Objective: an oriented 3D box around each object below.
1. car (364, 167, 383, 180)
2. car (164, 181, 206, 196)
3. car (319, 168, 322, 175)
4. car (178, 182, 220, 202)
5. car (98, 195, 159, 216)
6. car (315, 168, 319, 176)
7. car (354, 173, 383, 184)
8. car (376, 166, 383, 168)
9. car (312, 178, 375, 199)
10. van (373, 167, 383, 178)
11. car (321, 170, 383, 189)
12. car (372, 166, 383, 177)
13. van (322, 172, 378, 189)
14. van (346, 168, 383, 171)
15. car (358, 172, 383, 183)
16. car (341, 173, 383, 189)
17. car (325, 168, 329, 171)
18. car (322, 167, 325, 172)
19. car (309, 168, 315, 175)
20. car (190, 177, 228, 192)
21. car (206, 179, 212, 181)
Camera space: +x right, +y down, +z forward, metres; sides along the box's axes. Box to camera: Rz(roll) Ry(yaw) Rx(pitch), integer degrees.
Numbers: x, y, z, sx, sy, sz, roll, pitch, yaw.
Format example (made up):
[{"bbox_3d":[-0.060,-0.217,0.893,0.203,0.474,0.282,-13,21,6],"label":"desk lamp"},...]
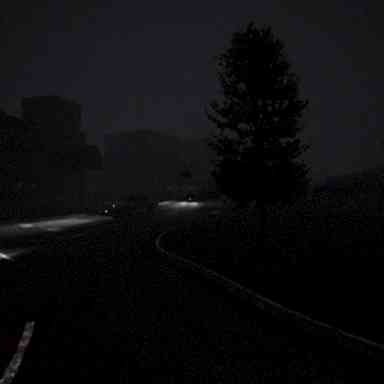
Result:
[{"bbox_3d":[33.246,-3.210,57.786,5.566,2.045,2.435,0,5,15],"label":"car"},{"bbox_3d":[-1.037,-0.314,39.430,4.674,1.452,2.002,-2,4,14],"label":"car"},{"bbox_3d":[28.956,-4.686,82.803,5.008,1.535,2.097,-2,4,15],"label":"car"},{"bbox_3d":[1.305,0.073,33.811,2.033,1.411,5.357,1,5,35],"label":"car"},{"bbox_3d":[-4.727,0.915,25.035,1.895,1.301,4.718,1,4,35],"label":"car"},{"bbox_3d":[27.287,-4.468,80.403,5.008,1.535,2.097,-2,4,15],"label":"car"},{"bbox_3d":[26.261,-1.956,48.039,4.892,1.521,2.231,0,5,16],"label":"car"},{"bbox_3d":[29.783,-2.708,52.889,5.566,2.045,2.435,0,5,15],"label":"car"},{"bbox_3d":[13.868,-0.214,31.160,5.008,1.535,2.097,0,5,16],"label":"car"},{"bbox_3d":[36.748,-3.683,62.664,4.442,1.987,1.878,0,5,15],"label":"van"},{"bbox_3d":[17.378,-0.961,35.954,5.566,2.045,2.435,0,5,16],"label":"car"},{"bbox_3d":[40.080,-4.191,67.578,5.566,2.045,2.435,0,4,15],"label":"car"},{"bbox_3d":[15.750,-0.687,33.515,4.442,1.987,1.878,0,5,16],"label":"van"},{"bbox_3d":[22.834,-1.683,43.156,4.442,1.987,1.878,0,5,16],"label":"van"},{"bbox_3d":[28.038,-2.178,50.472,4.792,1.488,2.163,0,5,16],"label":"car"},{"bbox_3d":[20.924,-1.334,40.790,4.553,1.767,2.185,0,5,16],"label":"car"},{"bbox_3d":[32.288,-5.356,87.576,5.566,2.045,2.435,-1,4,15],"label":"car"},{"bbox_3d":[30.466,-4.900,85.244,5.366,1.575,1.946,-1,4,15],"label":"car"},{"bbox_3d":[25.625,-4.366,77.987,4.553,1.767,2.185,-2,4,15],"label":"car"},{"bbox_3d":[2.303,-0.970,44.262,4.553,1.767,2.185,-2,4,14],"label":"car"},{"bbox_3d":[0.651,-0.571,41.852,4.792,1.488,2.163,-2,4,14],"label":"car"}]
